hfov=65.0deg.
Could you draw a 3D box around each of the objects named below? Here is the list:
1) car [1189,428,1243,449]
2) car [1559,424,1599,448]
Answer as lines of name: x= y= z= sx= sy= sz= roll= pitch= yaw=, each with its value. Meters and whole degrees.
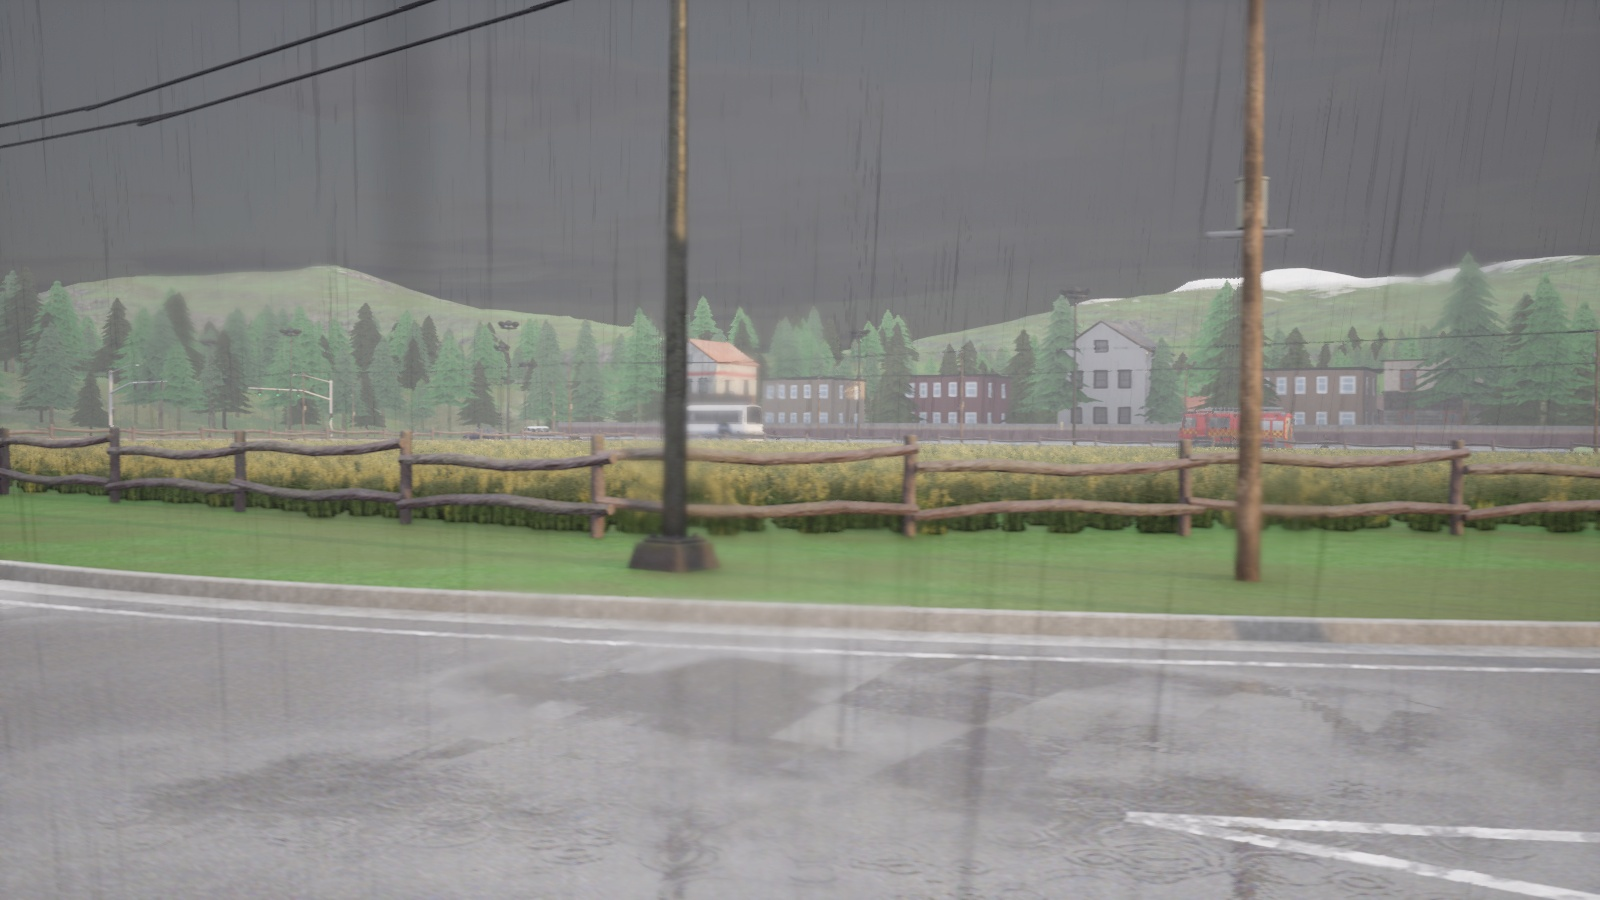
car: x=30.894 y=-0.843 z=93.247 sx=3.705 sy=1.549 sz=1.789 roll=0 pitch=1 yaw=20
car: x=51.590 y=-0.893 z=80.868 sx=4.514 sy=1.525 sz=2.007 roll=0 pitch=1 yaw=34
